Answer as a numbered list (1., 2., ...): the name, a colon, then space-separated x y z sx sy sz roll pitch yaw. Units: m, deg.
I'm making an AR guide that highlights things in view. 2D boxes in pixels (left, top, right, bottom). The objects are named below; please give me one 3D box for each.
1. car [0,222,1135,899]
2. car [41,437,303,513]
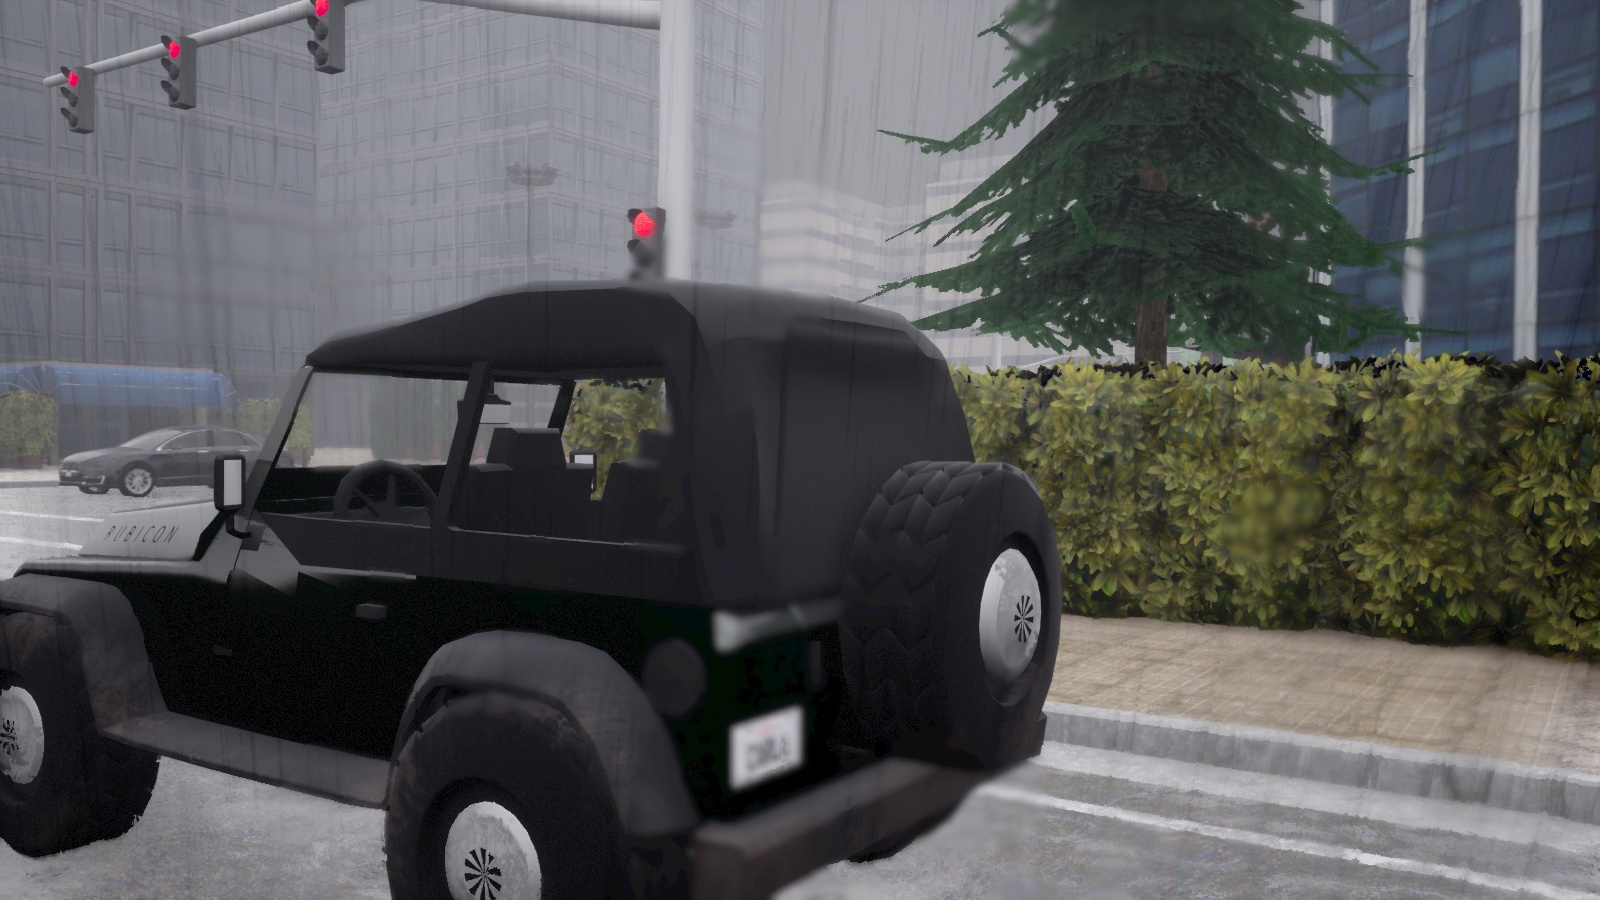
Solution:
1. car: -1.061 0.478 4.325 3.866 1.878 1.905 0 1 34
2. car: -13.708 0.482 27.716 1.837 1.490 4.892 0 1 33
